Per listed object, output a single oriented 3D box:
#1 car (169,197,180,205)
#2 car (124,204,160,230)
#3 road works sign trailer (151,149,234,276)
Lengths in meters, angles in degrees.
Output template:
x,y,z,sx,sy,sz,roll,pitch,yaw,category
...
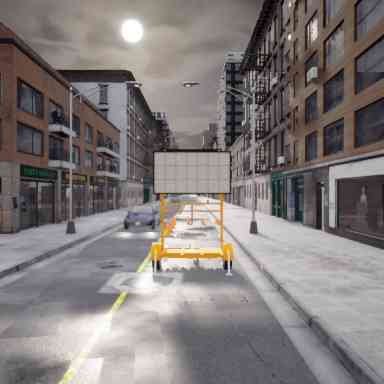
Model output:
x,y,z,sx,sy,sz,roll,pitch,yaw,category
-2.977,1.612,58.610,2.033,1.411,5.357,0,0,0,car
-3.092,1.535,21.264,1.812,1.442,4.674,0,0,0,car
0.004,0.466,10.381,2.380,3.560,2.880,0,0,0,road works sign trailer
